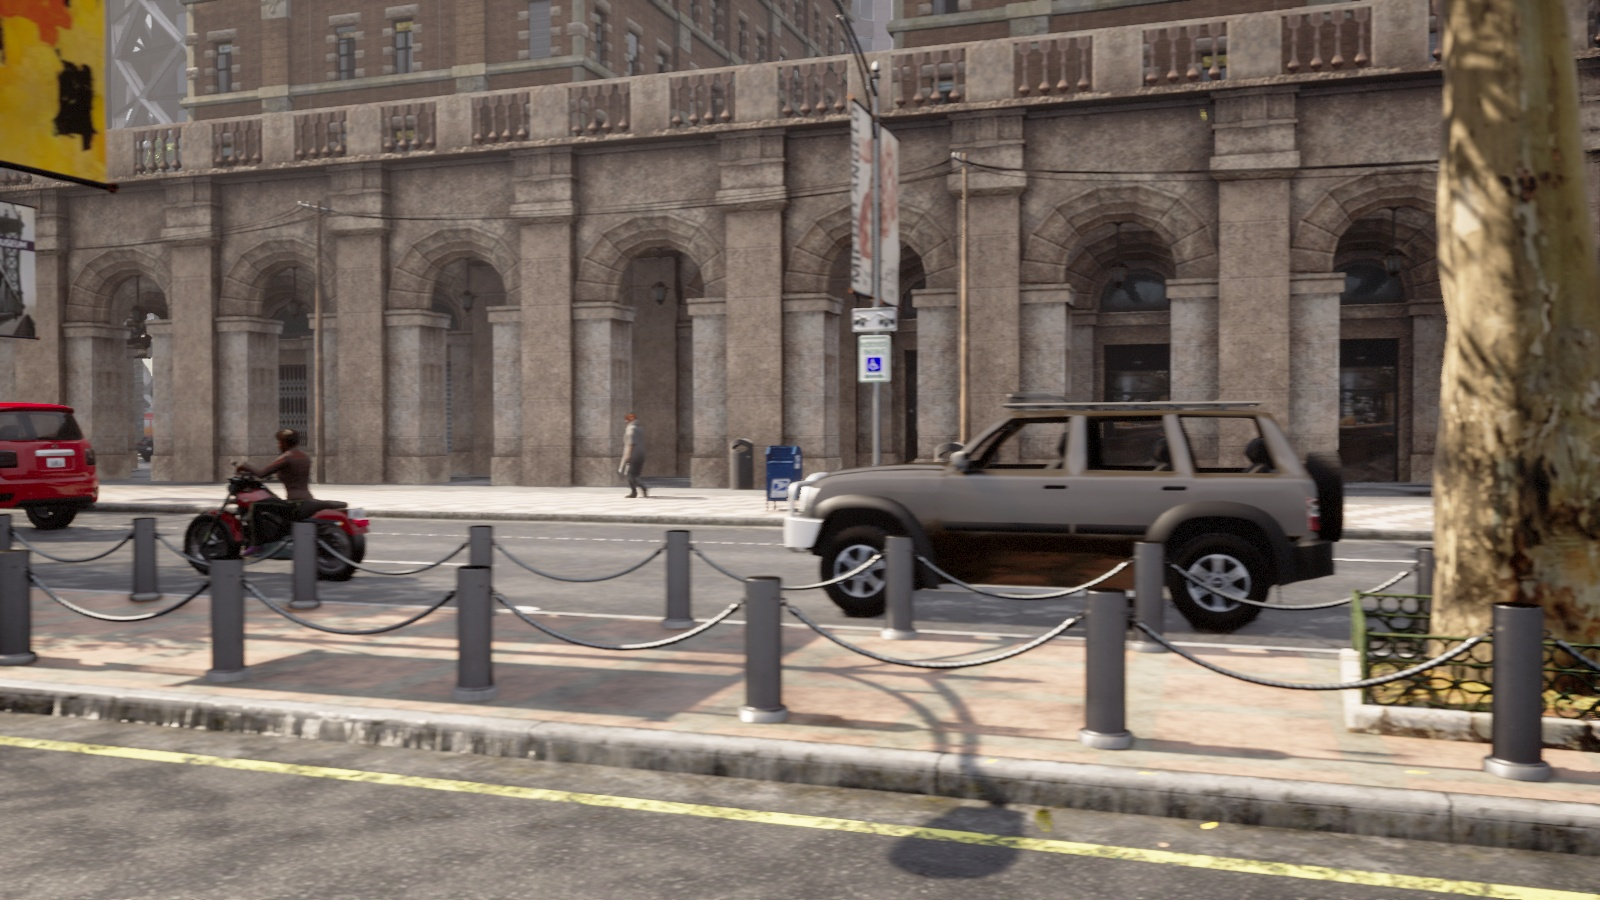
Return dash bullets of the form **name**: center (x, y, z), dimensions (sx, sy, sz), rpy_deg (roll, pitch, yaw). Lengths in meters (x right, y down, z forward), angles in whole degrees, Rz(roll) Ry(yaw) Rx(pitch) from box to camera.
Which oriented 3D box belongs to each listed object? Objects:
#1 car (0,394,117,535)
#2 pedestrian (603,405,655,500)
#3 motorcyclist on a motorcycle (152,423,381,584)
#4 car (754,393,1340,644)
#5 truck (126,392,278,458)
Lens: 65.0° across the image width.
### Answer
- **car**: center (-13.944, 0.173, 20.014), dimensions (5.566, 2.045, 2.150), rpy_deg (1, 1, 18)
- **pedestrian**: center (-3.593, 0.047, 26.396), dimensions (0.873, 1.952, 0.659), rpy_deg (1, 1, 19)
- **motorcyclist on a motorcycle**: center (-5.765, 0.538, 13.571), dimensions (2.350, 1.649, 0.766), rpy_deg (0, 1, 19)
- **car**: center (2.100, 0.476, 10.925), dimensions (4.605, 1.855, 1.932), rpy_deg (1, 1, 18)
- **truck**: center (-33.224, -1.404, 70.191), dimensions (2.891, 3.462, 7.936), rpy_deg (1, 1, 19)
